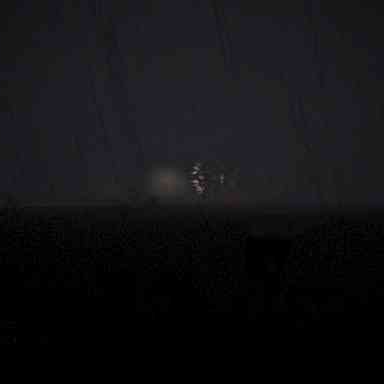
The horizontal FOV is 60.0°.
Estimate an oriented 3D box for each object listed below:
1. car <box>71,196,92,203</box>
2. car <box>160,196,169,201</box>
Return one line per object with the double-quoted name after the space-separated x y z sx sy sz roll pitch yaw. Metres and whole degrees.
-24.472 1.633 73.579 1.837 1.490 4.892 0 0 34 "car"
-7.008 1.718 89.450 2.128 1.511 4.902 0 0 26 "car"
